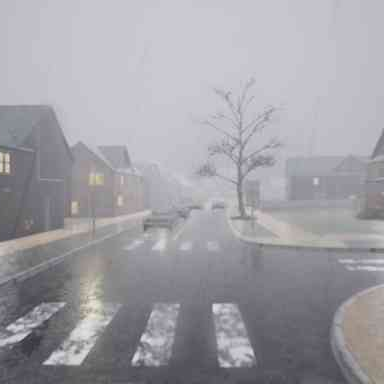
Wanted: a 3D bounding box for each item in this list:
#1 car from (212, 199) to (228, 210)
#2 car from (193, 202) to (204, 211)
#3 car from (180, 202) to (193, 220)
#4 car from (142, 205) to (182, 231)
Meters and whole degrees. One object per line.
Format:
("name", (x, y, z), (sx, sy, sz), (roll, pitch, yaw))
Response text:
("car", (4.212, 2.099, 52.259), (1.895, 1.301, 4.718), (0, -1, 9))
("car", (0.555, 2.047, 47.485), (1.895, 1.301, 4.718), (0, -1, 8))
("car", (-1.271, 1.898, 31.740), (1.895, 1.301, 4.718), (0, 0, 5))
("car", (-2.012, 1.809, 22.196), (1.895, 1.301, 4.718), (0, -1, 3))
